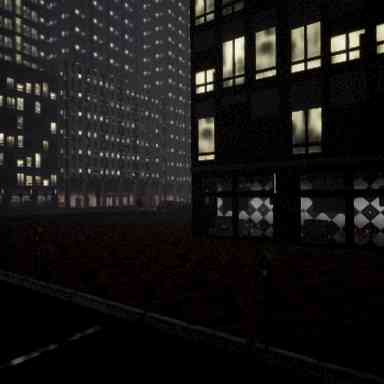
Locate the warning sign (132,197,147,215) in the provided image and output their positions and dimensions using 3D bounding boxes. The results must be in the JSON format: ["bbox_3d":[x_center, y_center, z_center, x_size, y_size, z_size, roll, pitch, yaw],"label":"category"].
[{"bbox_3d":[-5.715,1.498,36.317,1.300,1.860,1.060,0,0,36],"label":"warning sign"}]

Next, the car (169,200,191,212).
[{"bbox_3d":[-0.542,2.182,48.224,2.033,1.411,5.357,-1,-1,36],"label":"car"}]

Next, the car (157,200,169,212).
[{"bbox_3d":[-3.182,2.018,50.124,2.097,1.767,4.553,-1,-1,36],"label":"car"}]

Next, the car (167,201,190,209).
[{"bbox_3d":[-2.500,2.442,62.052,1.812,1.442,4.674,-1,-1,36],"label":"car"}]

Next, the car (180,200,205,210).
[{"bbox_3d":[0.139,2.253,60.159,2.097,1.767,4.553,-1,-1,36],"label":"car"}]
